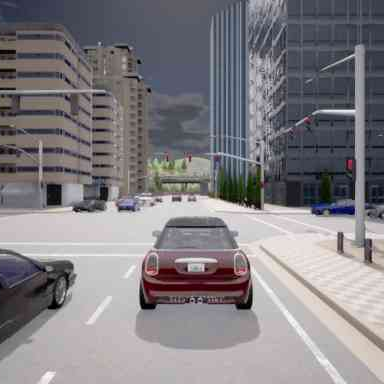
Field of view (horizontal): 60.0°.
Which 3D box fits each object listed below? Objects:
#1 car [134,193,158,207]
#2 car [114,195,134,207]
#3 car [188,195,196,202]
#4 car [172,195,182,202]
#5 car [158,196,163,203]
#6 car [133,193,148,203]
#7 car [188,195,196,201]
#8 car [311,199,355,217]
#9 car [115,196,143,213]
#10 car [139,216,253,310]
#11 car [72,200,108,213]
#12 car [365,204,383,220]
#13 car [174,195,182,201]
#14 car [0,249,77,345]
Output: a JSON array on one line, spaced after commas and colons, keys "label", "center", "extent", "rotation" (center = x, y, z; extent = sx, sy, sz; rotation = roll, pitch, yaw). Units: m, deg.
[{"label": "car", "center": [-7.079, 1.221, 51.836], "extent": [2.150, 2.045, 5.566], "rotation": [0, 0, 1]}, {"label": "car", "center": [-10.592, 1.351, 52.080], "extent": [2.097, 1.767, 4.553], "rotation": [0, 0, 0]}, {"label": "car", "center": [-0.004, 1.546, 75.859], "extent": [1.994, 1.385, 4.181], "rotation": [0, 0, 0]}, {"label": "car", "center": [-3.504, 1.470, 74.743], "extent": [1.882, 1.535, 5.008], "rotation": [0, 0, 0]}, {"label": "car", "center": [-7.008, 1.545, 67.704], "extent": [2.033, 1.411, 5.357], "rotation": [0, 0, 0]}, {"label": "car", "center": [-10.503, 1.223, 68.413], "extent": [2.150, 2.045, 5.566], "rotation": [0, 0, 0]}, {"label": "car", "center": [-0.004, 1.493, 84.353], "extent": [1.812, 1.442, 4.674], "rotation": [0, 0, 0]}, {"label": "car", "center": [13.290, 1.422, 29.885], "extent": [5.008, 1.535, 1.882], "rotation": [0, 0, 1]}, {"label": "car", "center": [-7.100, 1.471, 37.467], "extent": [1.882, 1.535, 5.008], "rotation": [0, 0, 0]}, {"label": "car", "center": [0.082, 1.352, 7.988], "extent": [2.097, 1.767, 4.553], "rotation": [0, 0, 0]}, {"label": "car", "center": [-11.171, 1.544, 36.855], "extent": [2.033, 1.411, 5.357], "rotation": [0, 0, 10]}, {"label": "car", "center": [16.279, 1.436, 26.362], "extent": [4.902, 1.511, 2.128], "rotation": [0, 0, 0]}, {"label": "car", "center": [-3.504, 1.509, 84.353], "extent": [2.033, 1.411, 5.357], "rotation": [0, 0, 0]}, {"label": "car", "center": [-3.434, 1.547, 4.790], "extent": [2.033, 1.411, 5.357], "rotation": [0, 0, 0]}]
